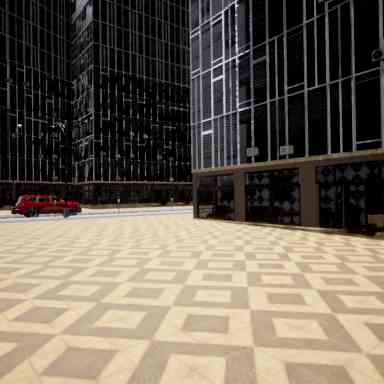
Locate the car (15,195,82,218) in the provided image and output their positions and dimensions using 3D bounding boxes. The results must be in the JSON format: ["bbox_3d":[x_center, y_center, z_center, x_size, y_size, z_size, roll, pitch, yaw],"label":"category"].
[{"bbox_3d":[-11.741,1.188,27.327,5.009,1.841,2.192,0,-1,-36],"label":"car"}]
